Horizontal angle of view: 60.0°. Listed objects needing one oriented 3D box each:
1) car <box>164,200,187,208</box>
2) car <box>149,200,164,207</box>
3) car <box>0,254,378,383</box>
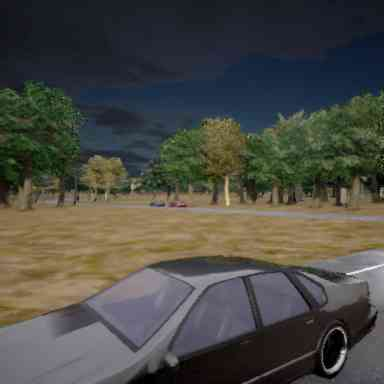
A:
[{"bbox_3d":[-2.628,2.195,60.125,1.994,1.385,4.181,2,-2,-34],"label":"car"},{"bbox_3d":[-7.019,2.322,66.457,1.994,1.385,4.181,2,-2,-34],"label":"car"},{"bbox_3d":[0.118,1.545,3.952,5.357,1.411,2.033,0,0,-36],"label":"car"}]
